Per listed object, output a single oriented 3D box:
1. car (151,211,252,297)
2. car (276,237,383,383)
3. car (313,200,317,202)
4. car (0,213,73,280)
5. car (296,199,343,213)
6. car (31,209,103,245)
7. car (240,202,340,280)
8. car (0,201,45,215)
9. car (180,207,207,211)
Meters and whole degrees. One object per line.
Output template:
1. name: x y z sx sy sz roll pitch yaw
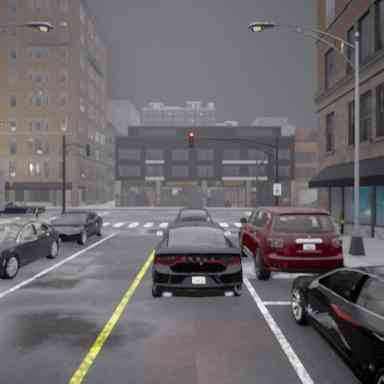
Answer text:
1. car: 0.064 1.477 8.614 1.882 1.535 5.008 0 0 -1
2. car: 2.631 1.566 4.178 1.947 1.339 4.313 0 0 0
3. car: 15.258 1.304 34.610 5.566 2.045 2.150 0 0 0
4. car: -5.400 1.550 9.831 2.008 1.369 4.403 0 0 0
5. car: 14.447 1.604 37.836 4.674 1.442 1.812 0 0 0
6. car: -5.406 1.564 15.493 1.947 1.339 4.313 0 0 0
7. car: 2.625 1.314 9.840 2.192 1.841 5.009 0 0 0
8. car: -16.201 1.527 30.979 4.718 1.301 1.895 0 0 0
9. car: 0.062 1.503 16.162 1.837 1.490 4.892 0 0 0
